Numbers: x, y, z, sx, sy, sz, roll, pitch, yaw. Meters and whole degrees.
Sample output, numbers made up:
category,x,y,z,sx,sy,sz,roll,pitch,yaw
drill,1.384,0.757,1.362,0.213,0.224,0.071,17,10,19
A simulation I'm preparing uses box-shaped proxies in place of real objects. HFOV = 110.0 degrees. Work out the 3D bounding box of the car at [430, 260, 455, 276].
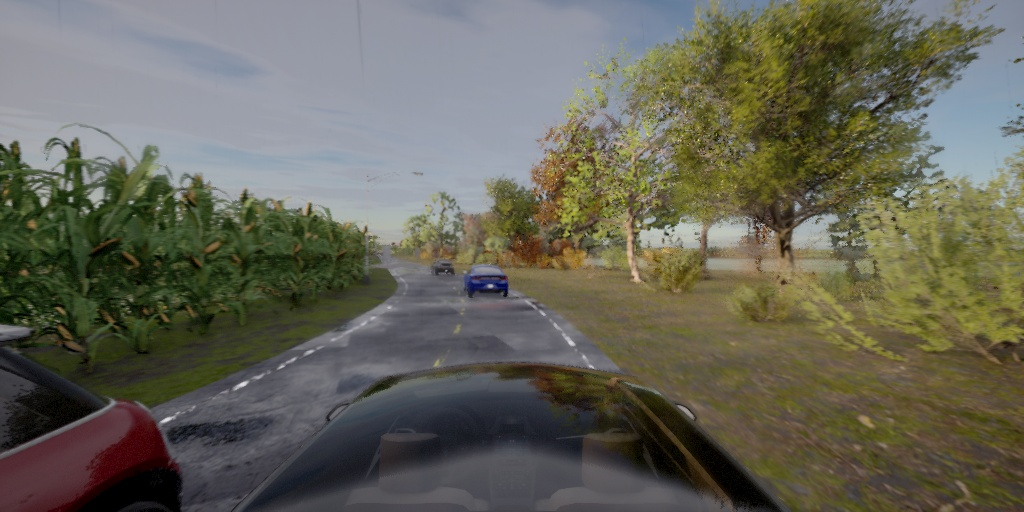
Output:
category,x,y,z,sx,sy,sz,roll,pitch,yaw
car,-6.954,1.113,35.666,1.837,1.490,4.892,0,0,-20

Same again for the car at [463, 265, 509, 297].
category,x,y,z,sx,sy,sz,roll,pitch,yaw
car,-1.445,1.183,18.524,1.882,1.535,5.008,1,0,-11
